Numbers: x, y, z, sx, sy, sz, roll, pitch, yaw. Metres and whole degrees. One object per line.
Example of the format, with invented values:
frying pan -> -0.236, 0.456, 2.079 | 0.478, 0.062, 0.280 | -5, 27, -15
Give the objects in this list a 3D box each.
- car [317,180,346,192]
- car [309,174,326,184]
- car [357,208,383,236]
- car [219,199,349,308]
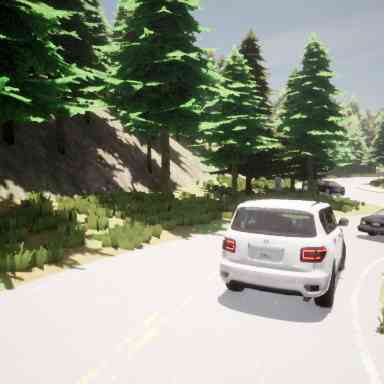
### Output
car -> 16.079, -0.557, 38.919 | 1.882, 1.535, 5.008 | -1, 5, -2
car -> 22.070, -2.327, 58.240 | 1.882, 1.535, 5.008 | 3, 6, 31
car -> 10.135, 1.412, 15.818 | 5.357, 1.411, 2.033 | -1, 5, -32
car -> 2.552, 1.199, 8.370 | 2.150, 2.045, 5.566 | 3, 2, 27
